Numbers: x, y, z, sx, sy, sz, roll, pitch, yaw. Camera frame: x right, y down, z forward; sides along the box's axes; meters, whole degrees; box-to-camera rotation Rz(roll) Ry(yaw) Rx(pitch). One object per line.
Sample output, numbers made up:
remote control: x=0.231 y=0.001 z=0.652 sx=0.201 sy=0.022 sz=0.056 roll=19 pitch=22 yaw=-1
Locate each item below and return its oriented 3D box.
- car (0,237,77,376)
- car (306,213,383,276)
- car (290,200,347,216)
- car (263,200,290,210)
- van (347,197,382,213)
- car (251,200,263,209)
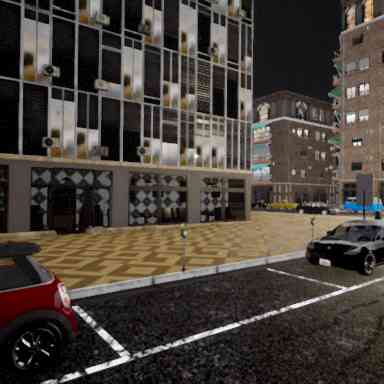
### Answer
car: x=-3.647 y=1.440 z=3.947 sx=4.097 sy=1.590 sz=1.967 roll=0 pitch=1 yaw=-35
car: x=5.434 y=1.564 z=10.415 sx=4.313 sy=1.339 sz=1.947 roll=0 pitch=1 yaw=-35
car: x=12.294 y=1.613 z=32.684 sx=2.008 sy=1.369 sz=4.403 roll=0 pitch=-1 yaw=-35
car: x=12.763 y=1.778 z=46.716 sx=1.752 sy=1.417 sz=4.829 roll=0 pitch=-1 yaw=-35
van: x=19.184 y=1.516 z=37.457 sx=1.690 sy=1.788 sz=3.998 roll=0 pitch=-1 yaw=-35
car: x=9.698 y=1.855 z=51.137 sx=1.947 sy=1.339 sz=4.313 roll=0 pitch=-1 yaw=-35
